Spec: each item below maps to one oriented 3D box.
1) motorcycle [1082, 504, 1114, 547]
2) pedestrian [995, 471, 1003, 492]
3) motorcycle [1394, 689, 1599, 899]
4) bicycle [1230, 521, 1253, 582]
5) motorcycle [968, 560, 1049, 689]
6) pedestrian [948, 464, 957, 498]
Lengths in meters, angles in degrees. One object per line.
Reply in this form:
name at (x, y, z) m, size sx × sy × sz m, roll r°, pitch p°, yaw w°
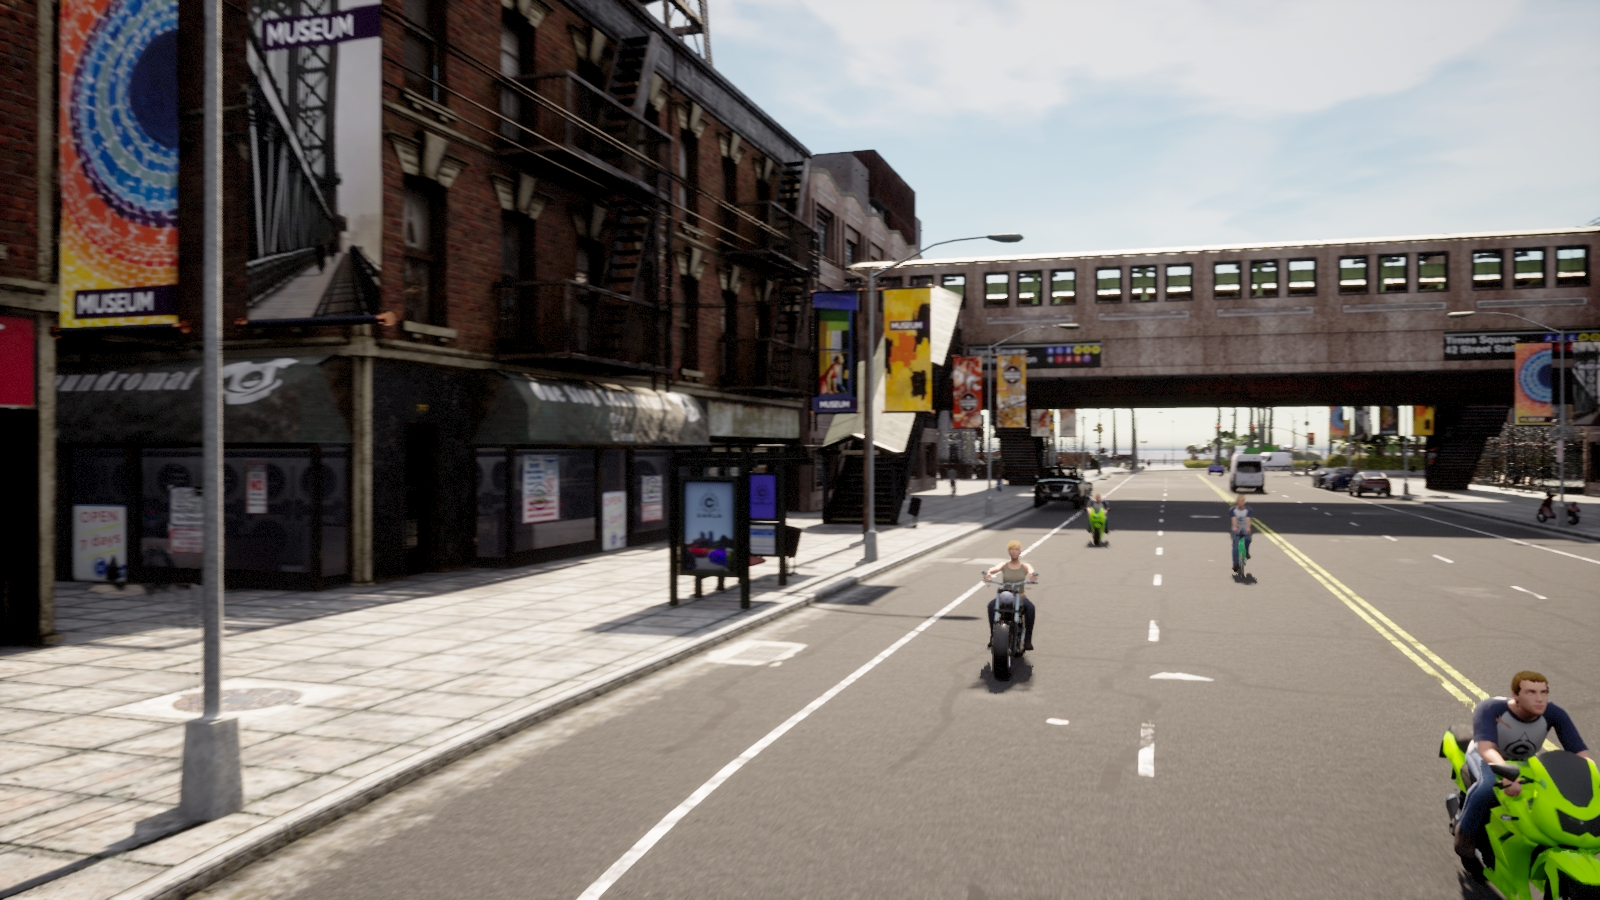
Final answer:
motorcycle at (8.871, 2.221, 33.976) m, size 0.803 × 1.145 × 2.033 m, roll 0°, pitch 0°, yaw 18°
pedestrian at (12.447, 1.987, 71.484) m, size 0.375 × 1.300 × 0.375 m, roll 0°, pitch 0°, yaw 23°
motorcycle at (4.266, 2.217, 6.758) m, size 0.803 × 1.145 × 2.033 m, roll 0°, pitch 0°, yaw 12°
bicycle at (9.742, 2.215, 25.224) m, size 0.373 × 1.196 × 1.643 m, roll 0°, pitch 0°, yaw 18°
motorcycle at (2.714, 2.172, 14.694) m, size 0.764 × 1.277 × 2.356 m, roll 0°, pitch 0°, yaw 17°
pedestrian at (8.350, 1.704, 62.517) m, size 0.375 × 1.860 × 0.375 m, roll 0°, pitch 0°, yaw 23°
